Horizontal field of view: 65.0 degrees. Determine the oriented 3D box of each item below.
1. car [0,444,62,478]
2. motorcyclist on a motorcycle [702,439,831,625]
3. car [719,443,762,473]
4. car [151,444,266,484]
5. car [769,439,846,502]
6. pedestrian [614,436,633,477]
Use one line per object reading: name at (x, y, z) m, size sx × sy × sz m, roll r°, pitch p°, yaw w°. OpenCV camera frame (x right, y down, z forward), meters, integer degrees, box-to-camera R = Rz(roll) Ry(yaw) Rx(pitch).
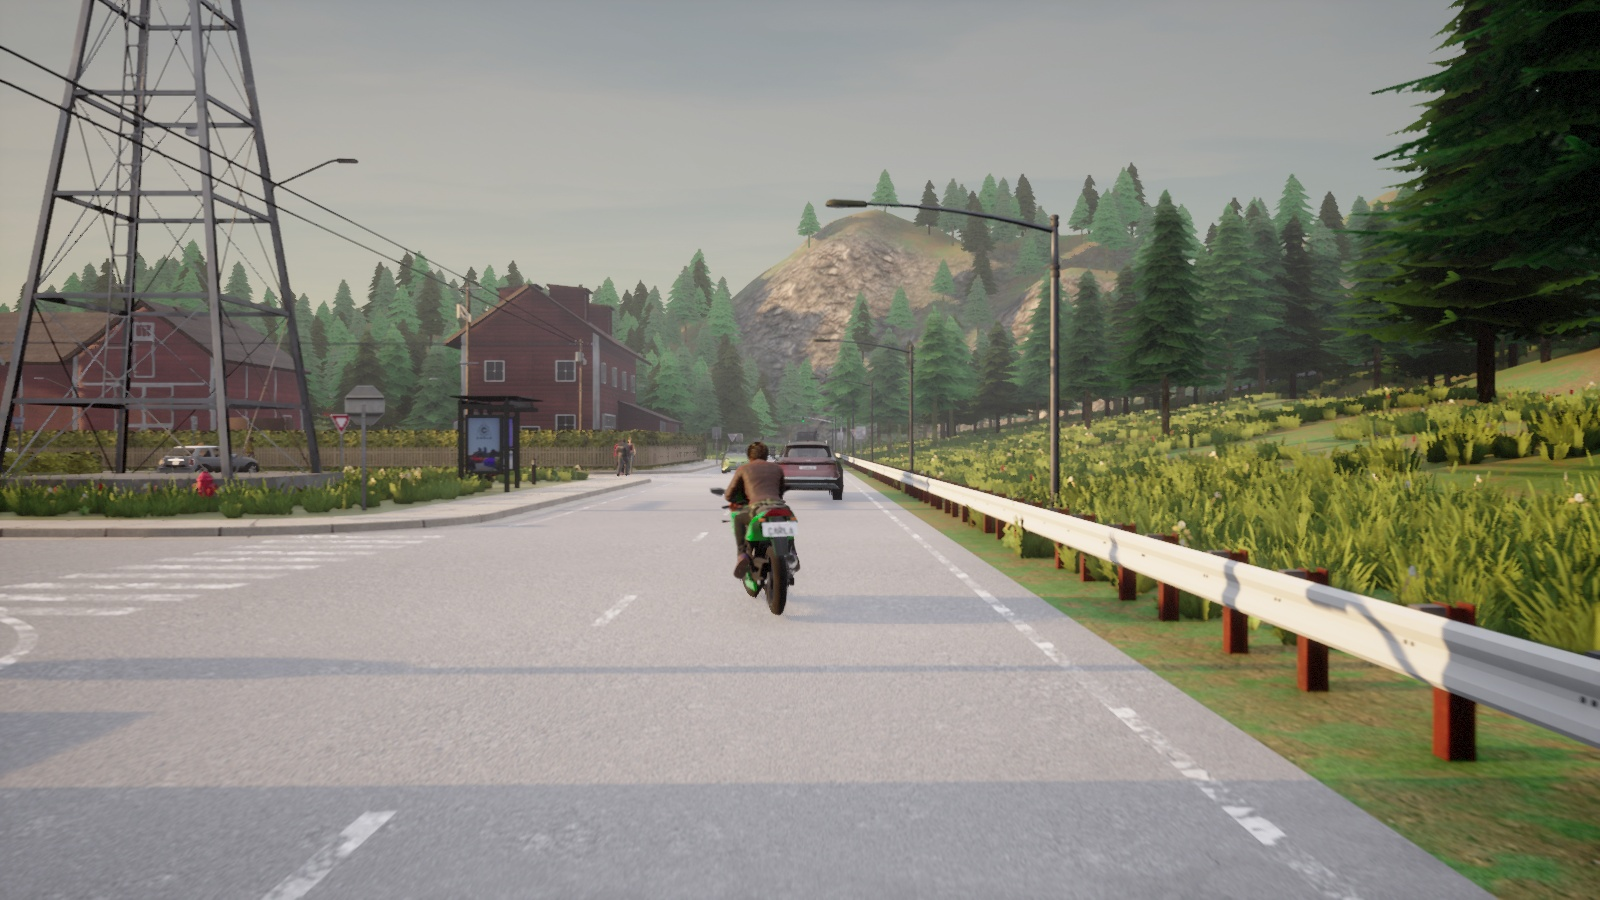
car at (-36.435, 0.484, 56.835) m, size 4.792 × 1.488 × 2.163 m, roll 0°, pitch 0°, yaw 0°
motorcyclist on a motorcycle at (-0.353, 0.681, 11.495) m, size 0.797 × 1.523 × 2.044 m, roll -2°, pitch 0°, yaw -11°
car at (-3.111, 0.419, 66.323) m, size 2.007 × 1.525 × 4.514 m, roll 0°, pitch 0°, yaw 0°
car at (-22.676, 0.496, 48.268) m, size 1.970 × 1.475 × 3.806 m, roll 0°, pitch 0°, yaw 16°
car at (0.218, 0.531, 35.616) m, size 2.033 × 1.649 × 4.856 m, roll 0°, pitch 0°, yaw 0°
pedestrian at (-8.023, 0.291, 57.162) m, size 0.563 × 1.883 × 0.849 m, roll 0°, pitch 0°, yaw 15°
